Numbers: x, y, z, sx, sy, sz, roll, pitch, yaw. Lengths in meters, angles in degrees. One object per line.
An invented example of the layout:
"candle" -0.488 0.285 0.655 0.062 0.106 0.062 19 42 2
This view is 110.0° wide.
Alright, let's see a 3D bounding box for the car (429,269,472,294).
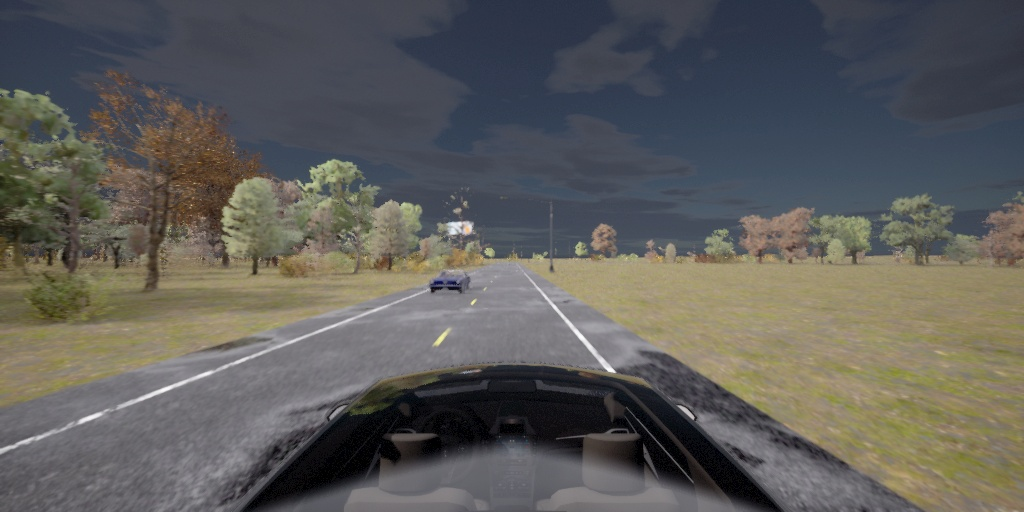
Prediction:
"car" -3.603 1.490 21.491 1.895 1.301 4.718 0 0 0
